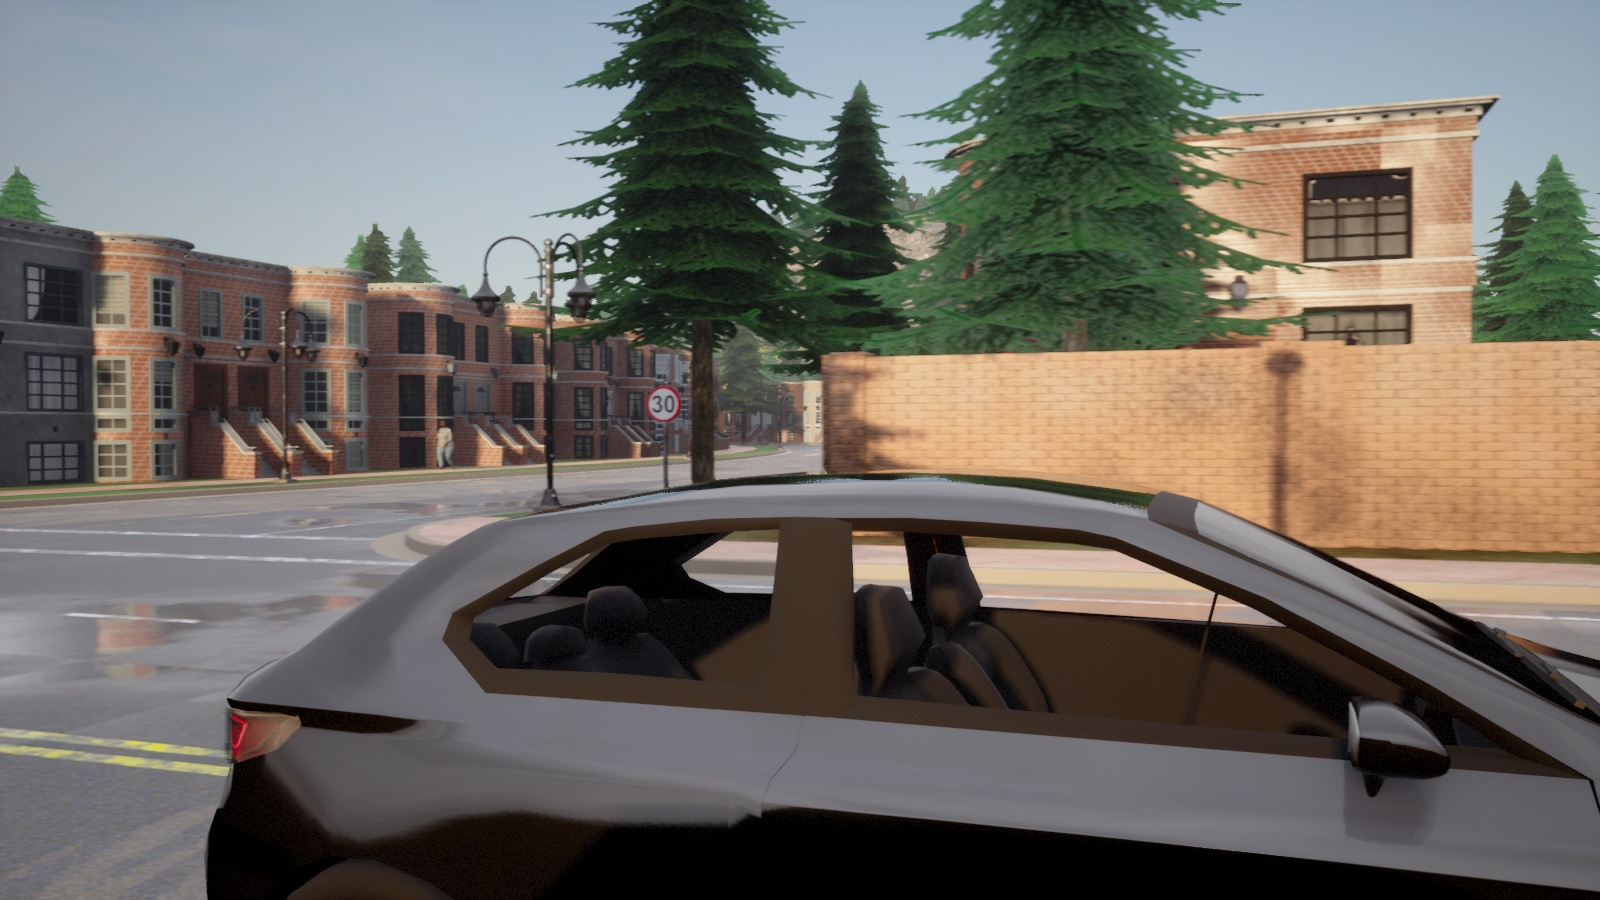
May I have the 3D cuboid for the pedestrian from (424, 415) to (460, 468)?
[{"bbox_3d":[-12.642,-0.308,44.385,0.874,1.855,0.900,1,1,20],"label":"pedestrian"}]

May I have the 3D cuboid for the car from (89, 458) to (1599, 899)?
[{"bbox_3d":[0.718,0.796,2.952,4.193,1.474,1.816,1,1,19],"label":"car"}]
